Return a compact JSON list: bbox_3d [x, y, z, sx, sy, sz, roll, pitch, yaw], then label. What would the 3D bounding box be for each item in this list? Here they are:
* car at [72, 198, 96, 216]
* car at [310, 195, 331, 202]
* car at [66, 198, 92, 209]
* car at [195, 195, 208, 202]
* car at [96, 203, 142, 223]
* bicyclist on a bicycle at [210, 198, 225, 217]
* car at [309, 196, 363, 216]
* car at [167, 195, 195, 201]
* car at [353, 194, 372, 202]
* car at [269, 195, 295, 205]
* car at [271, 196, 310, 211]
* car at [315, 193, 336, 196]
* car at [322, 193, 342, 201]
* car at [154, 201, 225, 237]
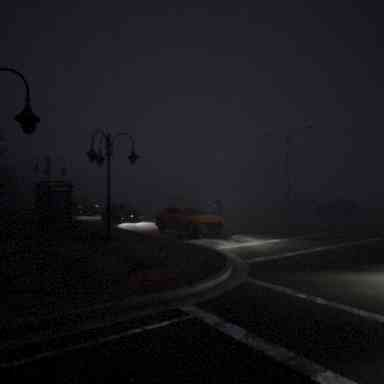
[{"bbox_3d":[-10.984,1.366,33.328,2.097,1.767,4.553,0,0,-36],"label":"car"},{"bbox_3d":[28.297,1.366,73.140,1.970,1.475,3.806,0,0,-36],"label":"car"},{"bbox_3d":[-15.447,1.539,45.358,1.812,1.442,4.674,0,0,-40],"label":"car"},{"bbox_3d":[0.419,1.341,53.230,2.152,1.636,5.027,0,0,-36],"label":"car"},{"bbox_3d":[-5.567,1.578,25.863,1.994,1.385,4.181,0,0,-36],"label":"car"},{"bbox_3d":[2.143,1.313,27.970,1.656,1.620,0.582,0,0,-36],"label":"bicyclist on a bicycle"},{"bbox_3d":[13.001,1.385,30.165,1.845,1.501,3.633,0,0,-36],"label":"car"},{"bbox_3d":[-2.106,1.350,51.368,2.007,1.523,4.514,0,0,-36],"label":"car"},{"bbox_3d":[33.245,1.102,66.254,1.932,1.855,4.605,0,0,-36],"label":"car"},{"bbox_3d":[14.520,1.328,53.848,1.845,1.501,3.633,0,0,-36],"label":"car"},{"bbox_3d":[11.125,1.395,37.938,1.970,1.475,3.806,0,0,-36],"label":"car"},{"bbox_3d":[22.685,1.305,59.609,2.007,1.523,4.514,0,0,-36],"label":"car"},{"bbox_3d":[31.360,1.081,74.570,1.905,1.878,3.866,0,0,-36],"label":"car"},{"bbox_3d":[-0.244,1.491,18.527,1.882,1.535,5.008,0,0,-36],"label":"car"}]
